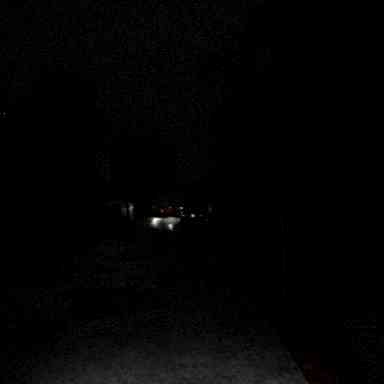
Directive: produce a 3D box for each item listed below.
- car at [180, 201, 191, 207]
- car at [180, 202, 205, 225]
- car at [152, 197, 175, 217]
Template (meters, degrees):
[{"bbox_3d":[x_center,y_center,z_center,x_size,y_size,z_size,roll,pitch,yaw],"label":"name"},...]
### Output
[{"bbox_3d":[-1.506,2.801,76.362,1.895,1.301,4.718,0,-2,5],"label":"car"},{"bbox_3d":[0.051,1.696,25.046,2.033,1.411,5.357,0,-1,0],"label":"car"},{"bbox_3d":[-2.936,1.517,35.118,2.150,2.045,5.566,0,-1,0],"label":"car"}]
